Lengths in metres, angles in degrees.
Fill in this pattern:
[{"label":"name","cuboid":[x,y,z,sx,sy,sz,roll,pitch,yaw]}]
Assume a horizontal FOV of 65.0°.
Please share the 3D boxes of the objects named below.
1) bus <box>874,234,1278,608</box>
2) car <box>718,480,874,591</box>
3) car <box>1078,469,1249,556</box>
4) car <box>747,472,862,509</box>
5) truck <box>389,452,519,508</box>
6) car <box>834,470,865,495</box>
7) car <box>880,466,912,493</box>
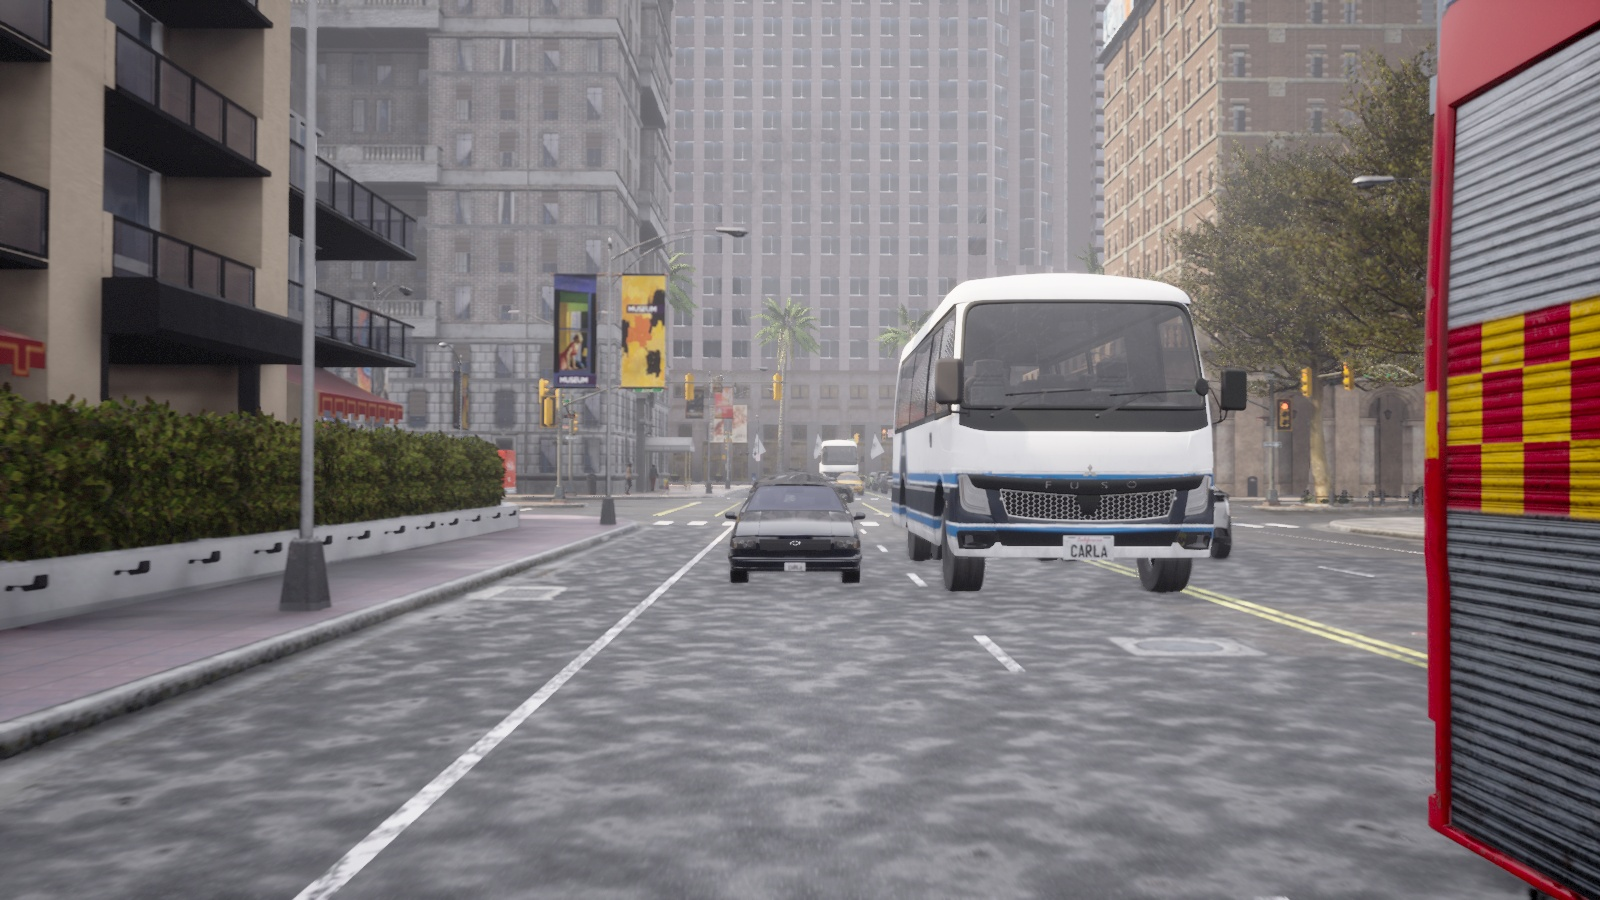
[{"label":"bus","cuboid":[3.436,-0.250,19.438,3.944,4.253,10.273,0,-1,0]},{"label":"car","cuboid":[-0.057,1.182,19.118,2.033,1.411,5.357,0,-1,0]},{"label":"car","cuboid":[6.927,1.143,24.482,2.007,1.525,4.514,0,-1,0]},{"label":"car","cuboid":[0.226,1.727,54.298,4.892,1.490,1.837,1,-1,-38]},{"label":"truck","cuboid":[-15.776,1.351,57.511,5.204,2.467,2.627,0,-1,0]},{"label":"car","cuboid":[3.249,2.139,83.583,1.801,1.575,5.366,0,-1,0]},{"label":"car","cuboid":[6.742,2.085,88.507,1.932,1.855,4.605,0,-1,0]}]
